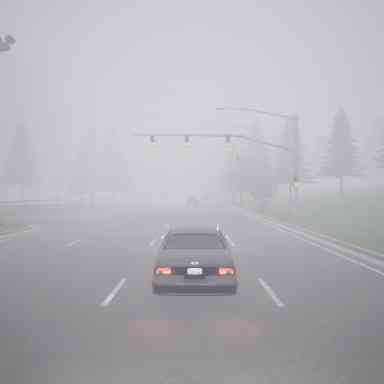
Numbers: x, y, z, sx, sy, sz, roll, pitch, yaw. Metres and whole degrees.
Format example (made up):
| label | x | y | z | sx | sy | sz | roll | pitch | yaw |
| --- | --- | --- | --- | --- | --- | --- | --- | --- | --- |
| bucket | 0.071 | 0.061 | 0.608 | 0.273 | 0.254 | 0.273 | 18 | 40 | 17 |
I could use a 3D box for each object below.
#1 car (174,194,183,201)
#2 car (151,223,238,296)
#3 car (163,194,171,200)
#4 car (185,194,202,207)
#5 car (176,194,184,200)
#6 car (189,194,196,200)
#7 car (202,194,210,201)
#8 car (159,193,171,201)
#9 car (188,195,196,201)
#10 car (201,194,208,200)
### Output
| label | x | y | z | sx | sy | sz | roll | pitch | yaw |
| --- | --- | --- | --- | --- | --- | --- | --- | --- | --- |
| car | -3.450 | 1.517 | 83.913 | 1.812 | 1.442 | 4.674 | 0 | 0 | 0 |
| car | 0.072 | 1.547 | 8.812 | 2.033 | 1.411 | 5.357 | 0 | 0 | 0 |
| car | -6.944 | 1.385 | 93.918 | 1.994 | 1.385 | 4.181 | 0 | 0 | 0 |
| car | 0.029 | 1.352 | 52.851 | 2.097 | 1.767 | 4.553 | 0 | 0 | 0 |
| car | -3.444 | 1.358 | 93.916 | 2.128 | 1.511 | 4.902 | 0 | 0 | 0 |
| car | 0.056 | 1.310 | 93.914 | 1.882 | 1.535 | 5.008 | 0 | 0 | 0 |
| car | 3.550 | 1.492 | 83.492 | 1.837 | 1.490 | 4.892 | 0 | 0 | 0 |
| car | -6.950 | 1.217 | 83.528 | 2.150 | 2.045 | 5.566 | 0 | 0 | 0 |
| car | 0.050 | 1.531 | 83.494 | 2.033 | 1.411 | 5.357 | 0 | 0 | 0 |
| car | 3.556 | 1.310 | 93.912 | 1.882 | 1.535 | 5.008 | 0 | 0 | 0 |
